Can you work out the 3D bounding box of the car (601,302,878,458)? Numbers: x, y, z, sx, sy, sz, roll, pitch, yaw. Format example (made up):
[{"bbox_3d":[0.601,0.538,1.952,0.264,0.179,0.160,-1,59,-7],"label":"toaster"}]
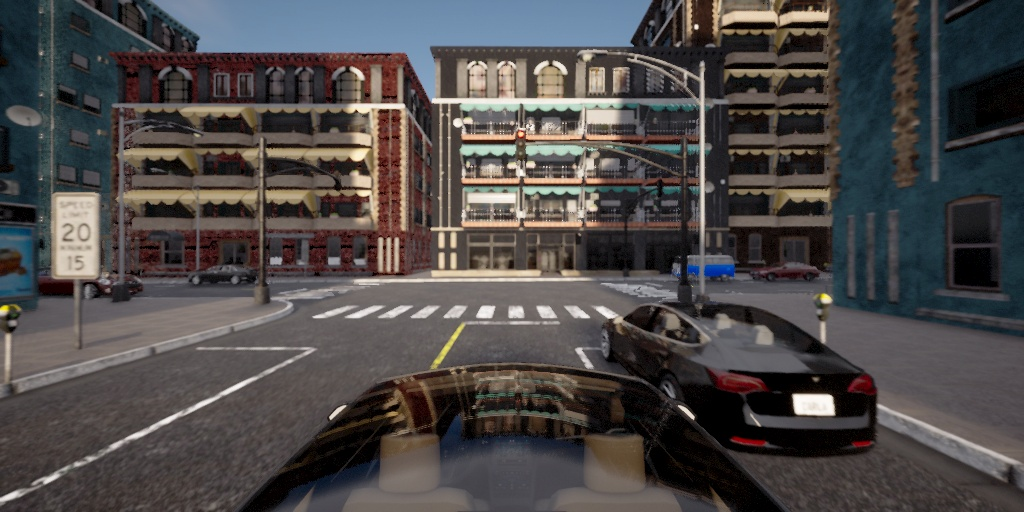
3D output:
[{"bbox_3d":[2.566,1.285,5.143,1.948,1.339,4.313,0,0,0],"label":"car"}]

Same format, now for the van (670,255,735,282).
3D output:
[{"bbox_3d":[13.089,0.836,24.712,3.998,1.789,1.690,0,0,0],"label":"van"}]

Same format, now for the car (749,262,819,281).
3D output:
[{"bbox_3d":[18.729,1.042,24.741,4.207,1.307,1.802,0,0,0],"label":"car"}]

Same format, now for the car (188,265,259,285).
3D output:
[{"bbox_3d":[-19.696,1.255,24.670,4.403,1.370,2.007,0,0,0],"label":"car"}]

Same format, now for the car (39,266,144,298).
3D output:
[{"bbox_3d":[-19.653,1.130,16.531,4.097,1.591,1.967,0,0,0],"label":"car"}]

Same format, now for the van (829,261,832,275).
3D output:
[{"bbox_3d":[24.369,0.766,24.771,3.998,1.789,1.690,0,0,0],"label":"van"}]
